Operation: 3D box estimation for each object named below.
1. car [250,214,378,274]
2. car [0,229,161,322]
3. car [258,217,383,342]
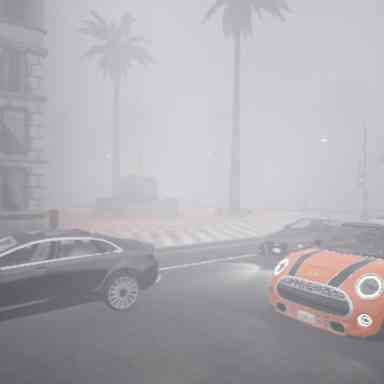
[{"bbox_3d":[4.169,1.570,11.143,4.181,1.385,1.994,0,0,-36],"label":"car"},{"bbox_3d":[-2.942,1.490,6.183,4.902,1.511,2.128,0,0,-35],"label":"car"},{"bbox_3d":[3.625,1.355,6.495,4.553,1.767,2.097,0,0,-35],"label":"car"}]
